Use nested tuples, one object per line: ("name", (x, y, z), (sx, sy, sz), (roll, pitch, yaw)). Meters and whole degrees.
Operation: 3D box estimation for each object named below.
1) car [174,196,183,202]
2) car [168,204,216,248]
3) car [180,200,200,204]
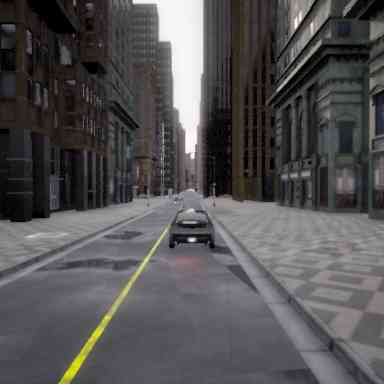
("car", (-2.999, 1.518, 76.714), (1.994, 1.385, 4.181), (0, 0, 0))
("car", (0.001, 1.512, 14.652), (1.837, 1.490, 4.892), (0, 0, 0))
("car", (0.001, 1.614, 29.683), (1.895, 1.301, 4.718), (0, 0, 0))
